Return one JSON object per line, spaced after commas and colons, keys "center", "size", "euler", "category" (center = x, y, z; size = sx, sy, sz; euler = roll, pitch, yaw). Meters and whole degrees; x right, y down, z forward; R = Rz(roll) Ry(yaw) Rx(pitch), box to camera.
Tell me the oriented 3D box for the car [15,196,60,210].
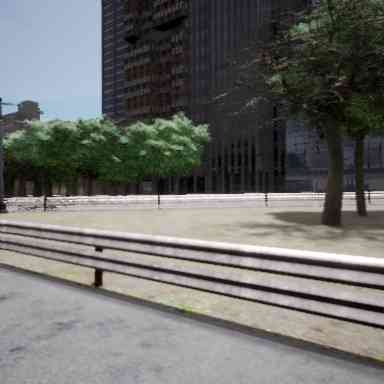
{"center": [-16.485, 1.187, 35.620], "size": [4.674, 1.442, 1.812], "euler": [-1, 0, 3], "category": "car"}
